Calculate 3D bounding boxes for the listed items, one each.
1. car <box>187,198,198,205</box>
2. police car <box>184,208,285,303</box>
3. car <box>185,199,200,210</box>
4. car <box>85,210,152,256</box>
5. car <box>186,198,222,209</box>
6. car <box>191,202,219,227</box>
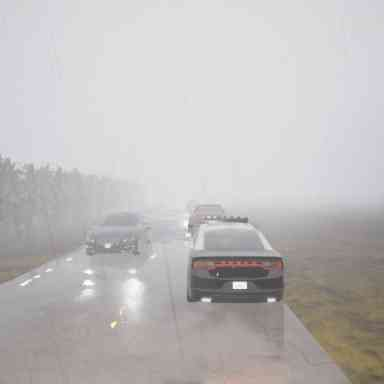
[{"bbox_3d":[0.113,1.778,63.352,1.994,1.385,4.181,0,0,0],"label":"car"},{"bbox_3d":[0.840,1.430,8.391,1.930,1.638,5.238,0,0,0],"label":"police car"},{"bbox_3d":[0.109,1.675,46.005,2.033,1.411,5.357,0,0,1],"label":"car"},{"bbox_3d":[-2.726,1.515,13.196,1.837,1.490,4.892,0,0,0],"label":"car"},{"bbox_3d":[0.856,1.373,18.253,2.097,1.767,4.553,0,0,0],"label":"car"},{"bbox_3d":[0.868,1.544,24.282,1.837,1.490,4.892,0,0,0],"label":"car"}]
